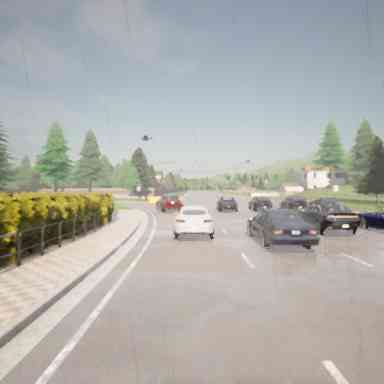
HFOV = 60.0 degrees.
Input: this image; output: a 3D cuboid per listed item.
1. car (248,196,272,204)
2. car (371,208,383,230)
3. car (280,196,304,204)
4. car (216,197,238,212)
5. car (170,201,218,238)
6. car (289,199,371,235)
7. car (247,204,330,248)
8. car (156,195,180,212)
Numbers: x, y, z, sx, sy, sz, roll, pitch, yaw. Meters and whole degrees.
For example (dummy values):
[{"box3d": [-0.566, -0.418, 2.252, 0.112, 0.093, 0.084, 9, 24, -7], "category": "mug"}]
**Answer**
[{"box3d": [7.100, 1.223, 34.798, 1.837, 1.490, 4.892, 0, 0, 0], "category": "car"}, {"box3d": [10.600, 1.460, 17.328, 1.895, 1.301, 4.718, 0, 0, 0], "category": "car"}, {"box3d": [10.600, 1.223, 34.840, 1.837, 1.490, 4.892, 0, 0, 0], "category": "car"}, {"box3d": [3.599, 1.210, 34.735, 2.128, 1.511, 4.902, 0, 0, 0], "category": "car"}, {"box3d": [0.085, 1.391, 16.521, 1.812, 1.442, 4.674, 0, 0, 0], "category": "car"}, {"box3d": [7.099, 1.347, 17.800, 2.128, 1.511, 4.902, 0, 0, 0], "category": "car"}, {"box3d": [3.600, 1.433, 14.025, 2.033, 1.411, 5.357, 0, 0, 0], "category": "car"}, {"box3d": [-2.439, 1.075, 34.258, 2.097, 1.767, 4.553, 0, 0, -15], "category": "car"}]
